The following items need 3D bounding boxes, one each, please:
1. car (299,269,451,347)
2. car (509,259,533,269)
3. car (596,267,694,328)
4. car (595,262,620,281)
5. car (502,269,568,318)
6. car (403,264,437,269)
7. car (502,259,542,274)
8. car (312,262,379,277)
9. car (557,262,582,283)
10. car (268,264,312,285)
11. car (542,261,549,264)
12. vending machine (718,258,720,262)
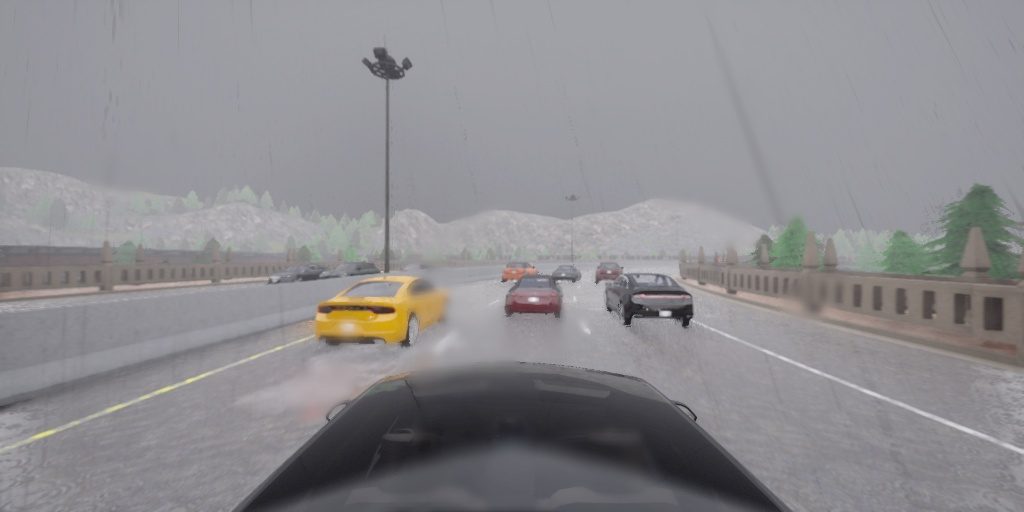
[{"bbox_3d":[-3.008,1.263,9.475,1.882,1.535,5.008,0,0,4],"label":"car"},{"bbox_3d":[1.619,1.408,63.594,2.097,1.767,4.553,0,0,34],"label":"car"},{"bbox_3d":[4.232,1.296,11.718,2.128,1.511,4.902,0,0,6],"label":"car"},{"bbox_3d":[8.026,1.247,29.262,2.097,1.767,4.553,0,0,18],"label":"car"},{"bbox_3d":[0.926,1.373,13.453,1.994,1.385,4.181,0,0,7],"label":"car"},{"bbox_3d":[-7.291,1.346,27.334,1.882,1.535,5.008,0,0,15],"label":"car"},{"bbox_3d":[0.742,1.239,29.398,2.097,1.767,4.553,0,0,16],"label":"car"},{"bbox_3d":[-11.350,1.206,25.371,2.097,1.767,4.553,0,0,13],"label":"car"},{"bbox_3d":[4.689,1.460,30.321,1.994,1.385,4.181,0,0,18],"label":"car"},{"bbox_3d":[-14.876,1.343,25.663,2.128,1.511,4.902,0,0,13],"label":"car"},{"bbox_3d":[5.224,1.603,62.744,2.033,1.411,5.357,0,0,35],"label":"car"},{"bbox_3d":[31.117,1.239,54.619,1.100,2.100,0.880,0,0,41],"label":"vending machine"}]
